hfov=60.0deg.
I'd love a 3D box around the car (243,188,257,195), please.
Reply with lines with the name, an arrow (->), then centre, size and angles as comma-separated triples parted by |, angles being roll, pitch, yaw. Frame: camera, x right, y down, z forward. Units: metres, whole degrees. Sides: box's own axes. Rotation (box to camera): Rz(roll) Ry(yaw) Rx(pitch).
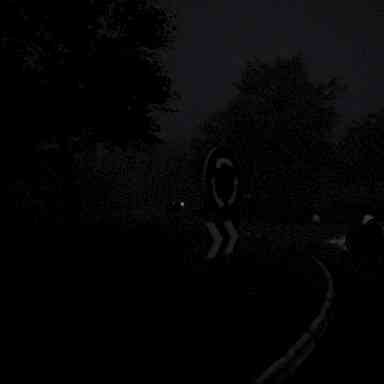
car -> 15.353, -0.234, 87.539 | 2.097, 1.767, 4.553 | -1, 4, 39

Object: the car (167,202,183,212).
car -> -2.626, 2.227, 50.908 | 2.128, 1.511, 4.902 | -1, 1, 7

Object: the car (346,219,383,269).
car -> 7.111, 1.731, 11.980 | 2.128, 1.511, 4.902 | 0, -1, 8
